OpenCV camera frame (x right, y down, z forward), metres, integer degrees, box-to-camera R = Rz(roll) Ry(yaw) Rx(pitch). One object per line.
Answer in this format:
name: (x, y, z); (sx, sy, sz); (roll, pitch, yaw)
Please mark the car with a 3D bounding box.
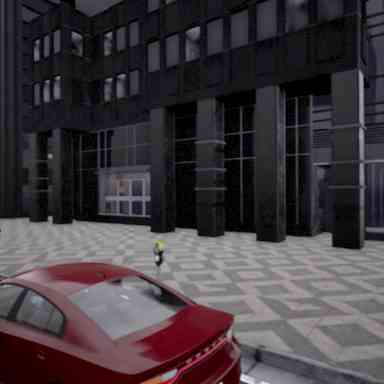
car: (-1.610, 1.569, 4.111); (4.507, 1.381, 1.887); (0, 0, 36)
